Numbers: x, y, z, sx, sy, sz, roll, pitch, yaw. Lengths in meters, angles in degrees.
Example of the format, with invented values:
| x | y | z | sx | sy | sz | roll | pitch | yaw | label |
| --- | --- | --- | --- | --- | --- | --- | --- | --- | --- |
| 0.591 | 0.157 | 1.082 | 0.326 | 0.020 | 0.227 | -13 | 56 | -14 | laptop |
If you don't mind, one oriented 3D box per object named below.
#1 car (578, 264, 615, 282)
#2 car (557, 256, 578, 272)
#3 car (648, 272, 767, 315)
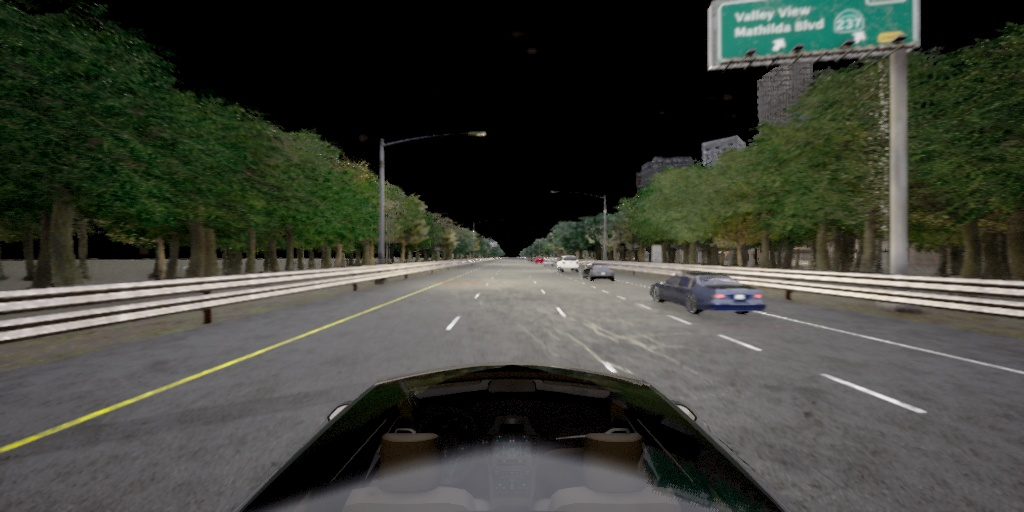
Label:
| x | y | z | sx | sy | sz | roll | pitch | yaw | label |
| --- | --- | --- | --- | --- | --- | --- | --- | --- | --- |
| 7.003 | 1.324 | 29.537 | 1.994 | 1.385 | 4.181 | 0 | 0 | 0 | car |
| 7.001 | 0.992 | 45.496 | 2.150 | 2.045 | 5.566 | 0 | 0 | 0 | car |
| 7.003 | 1.302 | 13.545 | 2.033 | 1.411 | 5.357 | 0 | 0 | 0 | car |
